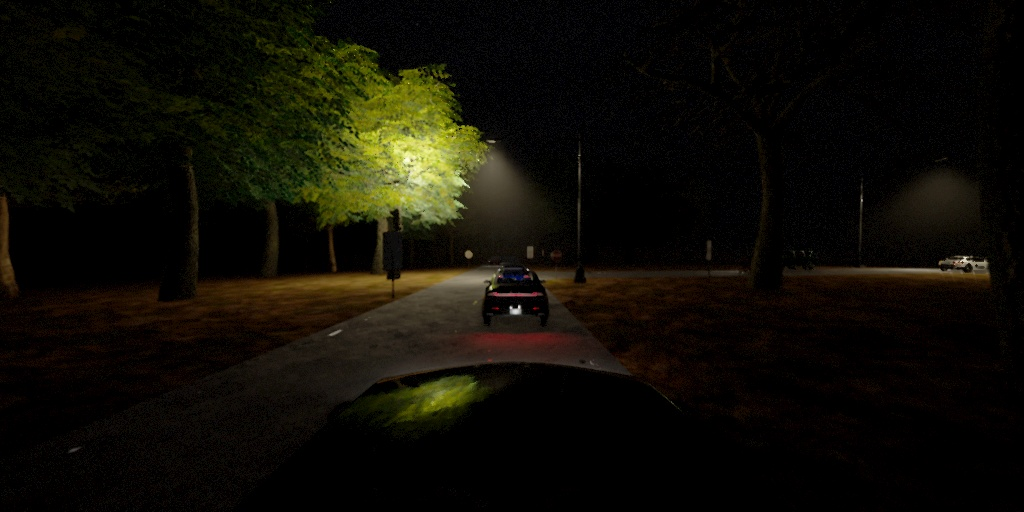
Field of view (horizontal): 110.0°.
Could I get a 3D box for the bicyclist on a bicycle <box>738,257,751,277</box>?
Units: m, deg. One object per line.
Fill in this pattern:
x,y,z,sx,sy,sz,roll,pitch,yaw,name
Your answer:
18.555,0.893,28.620,0.582,1.620,1.656,-1,0,0,bicyclist on a bicycle

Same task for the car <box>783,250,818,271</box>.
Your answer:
26.806,0.407,35.181,5.566,2.045,2.150,-1,2,-3,car

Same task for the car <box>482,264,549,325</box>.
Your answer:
0.097,1.190,11.535,2.128,1.511,4.902,0,0,0,car

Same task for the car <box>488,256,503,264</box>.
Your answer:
-3.029,0.785,60.879,1.882,1.535,5.008,0,1,0,car

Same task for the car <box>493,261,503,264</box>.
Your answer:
0.088,1.206,20.701,1.994,1.385,4.181,0,0,1,car

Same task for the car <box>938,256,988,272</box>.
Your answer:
42.310,0.713,33.337,4.674,1.442,1.812,0,2,-8,car
